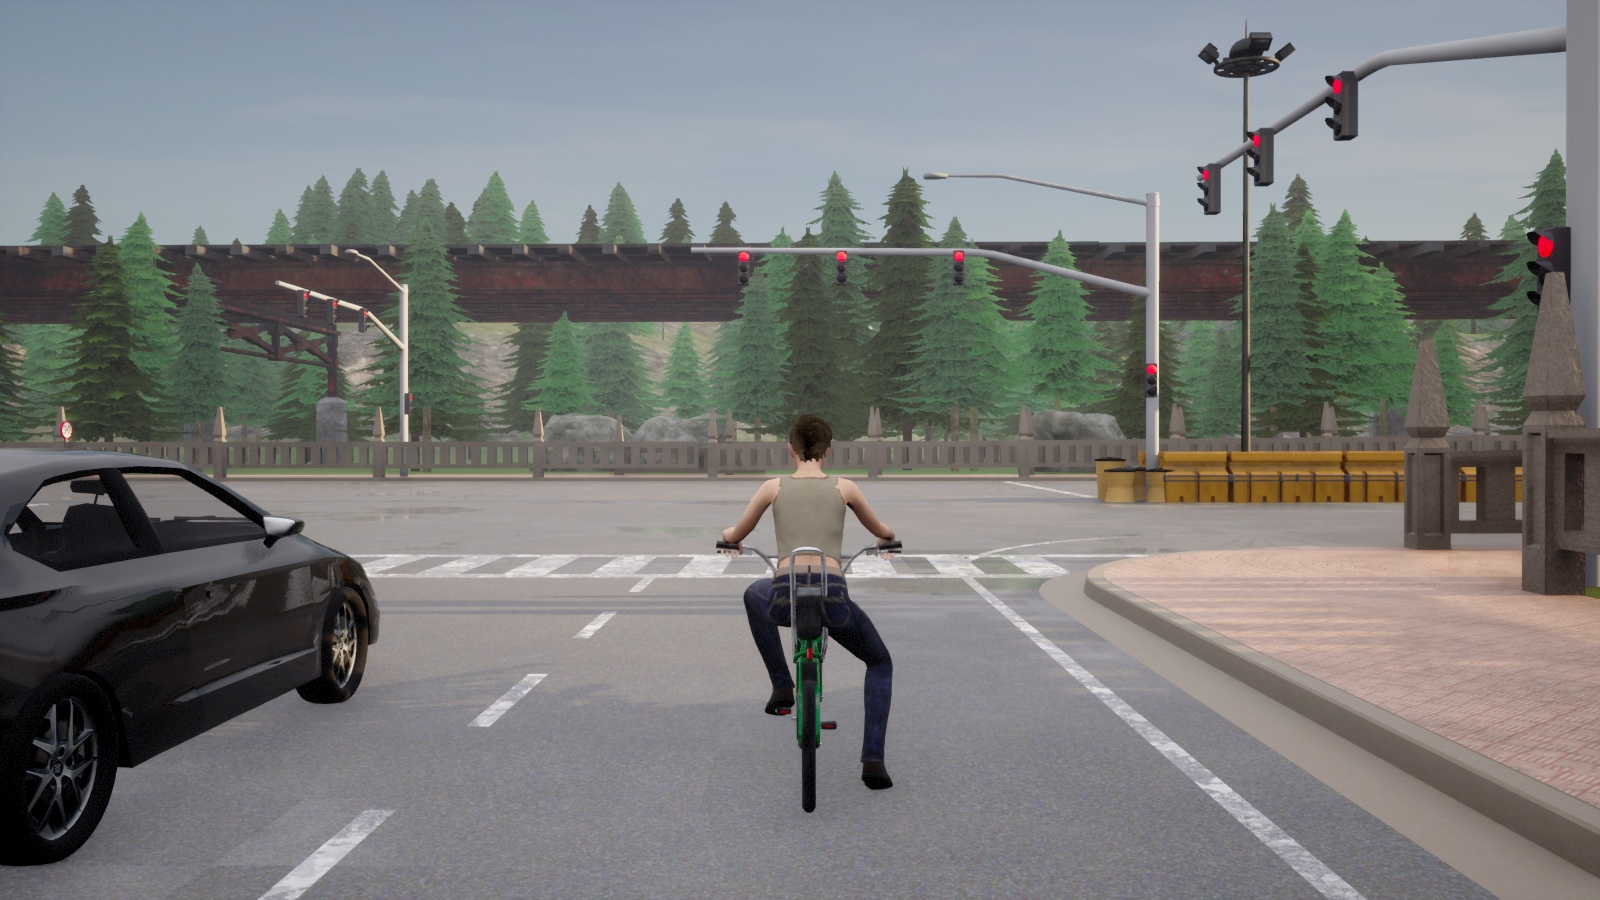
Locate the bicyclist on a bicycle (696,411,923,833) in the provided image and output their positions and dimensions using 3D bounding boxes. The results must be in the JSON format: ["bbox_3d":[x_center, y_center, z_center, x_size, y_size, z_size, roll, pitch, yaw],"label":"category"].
[{"bbox_3d":[0.040,0.652,5.554,0.866,1.612,1.509,0,0,0],"label":"bicyclist on a bicycle"}]

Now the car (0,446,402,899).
[{"bbox_3d":[-3.453,0.724,5.914,1.816,1.474,4.193,0,0,0],"label":"car"}]
